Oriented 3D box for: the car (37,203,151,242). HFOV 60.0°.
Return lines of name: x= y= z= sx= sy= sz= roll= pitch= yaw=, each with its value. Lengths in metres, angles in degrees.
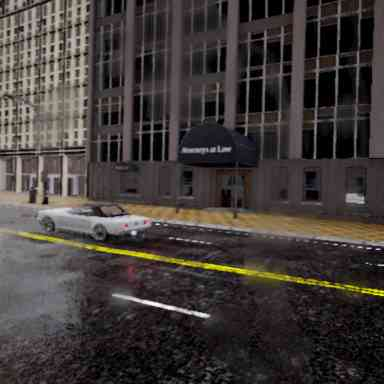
car: x=-4.118 y=1.104 z=13.649 sx=4.718 sy=1.301 sz=1.895 roll=4 pitch=3 yaw=28
